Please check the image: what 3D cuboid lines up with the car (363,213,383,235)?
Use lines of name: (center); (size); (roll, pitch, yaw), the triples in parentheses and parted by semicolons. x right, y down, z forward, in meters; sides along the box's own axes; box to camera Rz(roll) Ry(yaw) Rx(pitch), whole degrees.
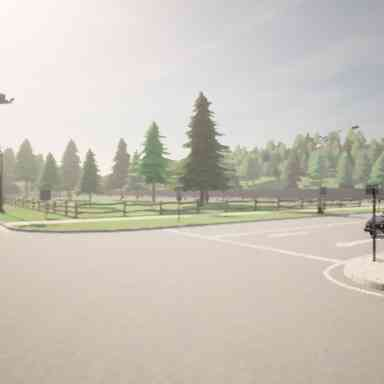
car: (11.224, 1.538, 17.508); (5.357, 1.411, 2.033); (0, 0, -35)
